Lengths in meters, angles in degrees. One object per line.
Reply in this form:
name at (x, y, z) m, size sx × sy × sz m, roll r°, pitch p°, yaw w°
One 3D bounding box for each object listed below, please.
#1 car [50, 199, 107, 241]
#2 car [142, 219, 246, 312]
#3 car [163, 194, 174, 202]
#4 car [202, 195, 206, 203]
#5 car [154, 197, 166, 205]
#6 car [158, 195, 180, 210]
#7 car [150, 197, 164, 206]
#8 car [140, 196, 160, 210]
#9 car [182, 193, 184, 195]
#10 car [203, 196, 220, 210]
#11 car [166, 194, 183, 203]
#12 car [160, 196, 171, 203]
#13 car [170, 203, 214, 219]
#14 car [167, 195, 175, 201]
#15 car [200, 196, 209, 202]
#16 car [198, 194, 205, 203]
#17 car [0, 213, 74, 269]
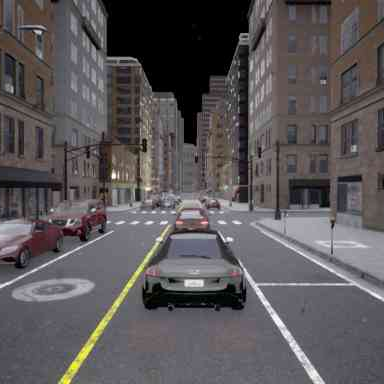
car at (-5.696, 1.315, 16.673) m, size 2.192 × 1.841 × 5.009 m, roll -1°, pitch 0°, yaw 0°
car at (0.058, 1.563, 7.820) m, size 1.994 × 1.385 × 4.181 m, roll 0°, pitch 0°, yaw 1°
car at (-5.764, 1.399, 82.628) m, size 2.192 × 1.841 × 5.009 m, roll -1°, pitch 0°, yaw 0°
car at (2.798, 1.550, 49.443) m, size 1.752 × 1.417 × 4.829 m, roll -1°, pitch 0°, yaw 0°
car at (-5.738, 1.566, 60.198) m, size 1.752 × 1.417 × 4.829 m, roll -1°, pitch 0°, yaw 0°
car at (-3.143, 1.511, 44.373) m, size 2.128 × 1.511 × 4.902 m, roll 0°, pitch 0°, yaw 0°
car at (-5.733, 1.577, 54.803) m, size 1.887 × 1.381 × 4.507 m, roll -1°, pitch 0°, yaw 0°
car at (-5.721, 1.600, 43.673) m, size 1.802 × 1.307 × 4.206 m, roll -1°, pitch 0°, yaw 0°
car at (-3.070, 1.581, 69.598) m, size 1.812 × 1.442 × 4.674 m, roll 0°, pitch 0°, yaw 0°
car at (2.804, 1.600, 43.710) m, size 1.802 × 1.307 × 4.206 m, roll -1°, pitch 0°, yaw 0°
car at (-3.144, 1.528, 56.653) m, size 2.128 × 1.511 × 4.902 m, roll 0°, pitch 0°, yaw 0°
car at (-5.750, 1.611, 71.497) m, size 2.008 × 1.369 × 4.403 m, roll -1°, pitch 0°, yaw 0°
car at (0.003, 1.526, 16.957) m, size 1.812 × 1.442 × 4.674 m, roll 0°, pitch 0°, yaw 0°
car at (-5.773, 1.546, 93.758) m, size 1.967 × 1.590 × 4.097 m, roll -1°, pitch 0°, yaw 0°
car at (2.770, 1.616, 77.090) m, size 1.887 × 1.381 × 4.507 m, roll -1°, pitch 0°, yaw 0°
car at (2.782, 1.595, 65.962) m, size 1.887 × 1.381 × 4.507 m, roll -1°, pitch 0°, yaw 0°
car at (-5.687, 1.581, 11.091) m, size 1.802 × 1.307 × 4.206 m, roll -1°, pitch 0°, yaw 0°
